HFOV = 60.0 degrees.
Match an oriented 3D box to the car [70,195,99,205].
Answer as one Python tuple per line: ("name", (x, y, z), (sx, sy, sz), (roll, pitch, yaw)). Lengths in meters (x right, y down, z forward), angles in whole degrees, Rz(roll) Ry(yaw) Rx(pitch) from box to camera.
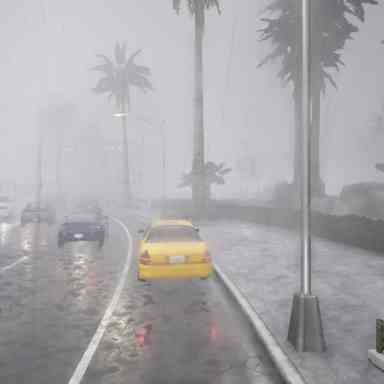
("car", (-9.342, 1.344, 29.488), (2.097, 1.767, 4.553), (0, 0, -24))

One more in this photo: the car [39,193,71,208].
("car", (-18.416, 1.206, 43.496), (2.150, 2.045, 5.566), (0, 0, -43))

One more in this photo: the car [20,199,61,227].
("car", (-10.422, 1.484, 22.784), (2.128, 1.511, 4.902), (0, 0, -18))

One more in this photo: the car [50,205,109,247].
("car", (-4.820, 1.522, 15.066), (1.812, 1.442, 4.674), (0, 0, -11))

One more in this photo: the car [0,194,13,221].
("car", (-15.912, 1.208, 27.039), (2.150, 2.045, 5.566), (0, 0, -25))

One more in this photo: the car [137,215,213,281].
("car", (-0.649, 1.456, 9.853), (1.801, 1.575, 5.366), (0, 0, -7))
